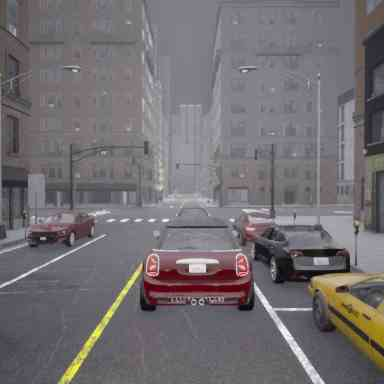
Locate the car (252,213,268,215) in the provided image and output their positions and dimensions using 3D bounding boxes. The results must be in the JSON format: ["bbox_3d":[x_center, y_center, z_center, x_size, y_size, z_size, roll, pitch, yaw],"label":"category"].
[{"bbox_3d":[2.839,1.577,15.002,1.802,1.307,4.206,-1,0,0],"label":"car"}]

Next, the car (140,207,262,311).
[{"bbox_3d":[0.086,1.350,7.920,2.097,1.767,4.553,0,0,0],"label":"car"}]

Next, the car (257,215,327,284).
[{"bbox_3d":[2.849,1.563,9.416,1.947,1.339,4.313,-1,0,0],"label":"car"}]

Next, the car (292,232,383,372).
[{"bbox_3d":[2.859,1.524,4.000,1.752,1.417,4.829,-1,0,0],"label":"car"}]

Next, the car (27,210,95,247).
[{"bbox_3d":[-5.707,1.540,14.983,1.887,1.381,4.507,-1,0,0],"label":"car"}]

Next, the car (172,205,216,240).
[{"bbox_3d":[0.064,1.542,18.159,2.033,1.411,5.357,0,0,0],"label":"car"}]
